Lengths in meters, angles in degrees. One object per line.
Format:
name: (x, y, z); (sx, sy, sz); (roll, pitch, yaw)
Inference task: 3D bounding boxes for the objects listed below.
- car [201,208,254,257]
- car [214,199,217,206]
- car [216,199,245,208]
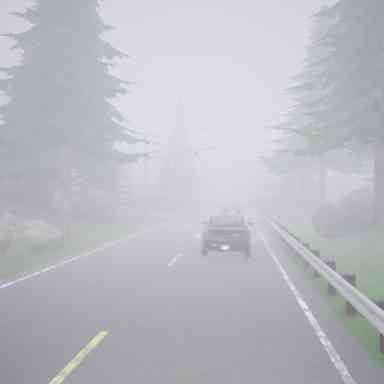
car: (1.466, 1.647, 13.710); (1.837, 1.490, 4.892); (0, 0, 8)
car: (5.821, 2.210, 71.801); (1.837, 1.490, 4.892); (0, -1, 8)
car: (3.455, 1.638, 28.361); (2.097, 1.767, 4.553); (0, -1, 8)
